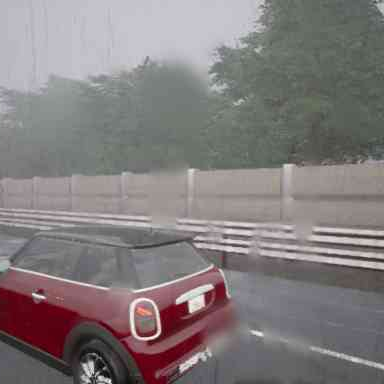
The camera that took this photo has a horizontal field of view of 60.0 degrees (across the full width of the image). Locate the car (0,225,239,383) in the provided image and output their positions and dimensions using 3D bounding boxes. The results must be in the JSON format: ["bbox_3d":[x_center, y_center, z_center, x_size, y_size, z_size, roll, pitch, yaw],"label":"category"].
[{"bbox_3d":[-1.671,1.299,5.056,4.553,1.767,2.097,0,0,36],"label":"car"}]
